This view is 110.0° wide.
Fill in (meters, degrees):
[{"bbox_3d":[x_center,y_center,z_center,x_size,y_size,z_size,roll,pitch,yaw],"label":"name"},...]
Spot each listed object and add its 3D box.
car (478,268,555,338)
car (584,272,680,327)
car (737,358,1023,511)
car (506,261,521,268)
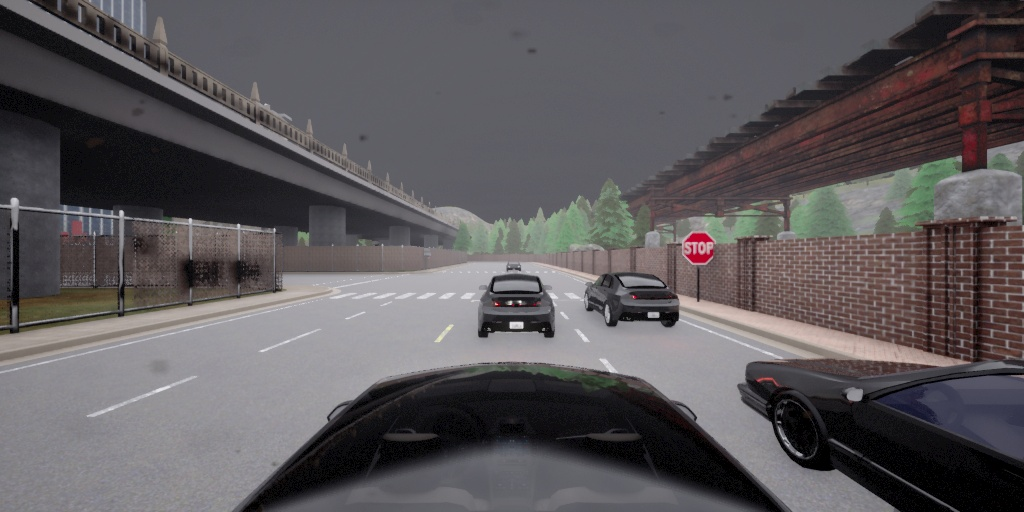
[{"bbox_3d":[0.104,1.255,10.177,1.837,1.490,4.892,0,0,0],"label":"car"},{"bbox_3d":[3.606,1.255,11.534,1.837,1.490,4.892,0,0,0],"label":"car"},{"bbox_3d":[3.600,1.297,1.788,2.033,1.411,5.357,0,0,0],"label":"car"},{"bbox_3d":[0.213,1.351,46.376,1.895,1.301,4.718,0,0,-1],"label":"car"}]
